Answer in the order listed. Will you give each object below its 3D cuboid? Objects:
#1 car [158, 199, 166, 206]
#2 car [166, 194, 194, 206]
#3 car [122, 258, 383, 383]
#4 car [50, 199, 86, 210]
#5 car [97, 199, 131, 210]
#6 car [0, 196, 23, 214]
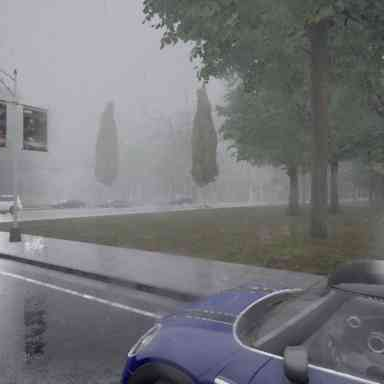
[{"bbox_3d":[-4.754,1.958,64.524,1.994,1.385,4.181,0,-1,35],"label":"car"},{"bbox_3d":[-1.853,1.420,62.999,2.150,2.045,5.566,0,-1,35],"label":"car"},{"bbox_3d":[1.562,1.352,2.575,4.553,1.767,2.097,0,0,35],"label":"car"},{"bbox_3d":[-17.348,1.716,46.650,1.882,1.535,5.008,0,0,35],"label":"car"},{"bbox_3d":[-11.501,1.813,49.346,2.033,1.411,5.357,0,0,35],"label":"car"},{"bbox_3d":[-21.133,1.398,35.564,2.150,2.045,5.566,0,0,34],"label":"car"}]
